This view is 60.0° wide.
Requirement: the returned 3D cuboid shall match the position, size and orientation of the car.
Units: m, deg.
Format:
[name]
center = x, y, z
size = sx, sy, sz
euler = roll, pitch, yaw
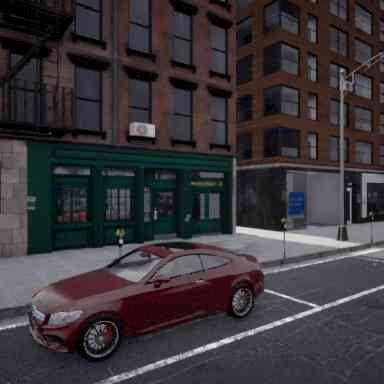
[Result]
[car]
center = -0.520, 1.582, 5.824
size = 4.206, 1.307, 1.802
euler = 0, 0, -36
